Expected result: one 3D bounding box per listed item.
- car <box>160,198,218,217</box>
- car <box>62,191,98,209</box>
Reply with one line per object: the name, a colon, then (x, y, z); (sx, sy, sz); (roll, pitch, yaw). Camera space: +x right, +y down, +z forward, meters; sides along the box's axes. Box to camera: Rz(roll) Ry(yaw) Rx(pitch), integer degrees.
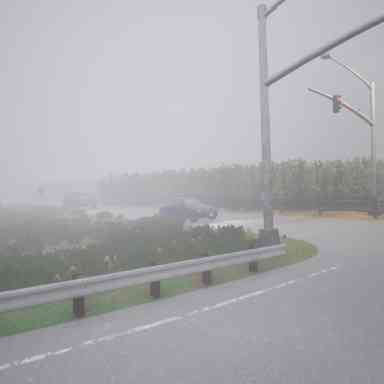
car: (-0.363, 1.113, 21.919); (1.812, 1.442, 4.674); (-3, 2, -41)
car: (-12.143, 0.879, 35.710); (2.150, 2.045, 5.566); (-3, 2, -40)
